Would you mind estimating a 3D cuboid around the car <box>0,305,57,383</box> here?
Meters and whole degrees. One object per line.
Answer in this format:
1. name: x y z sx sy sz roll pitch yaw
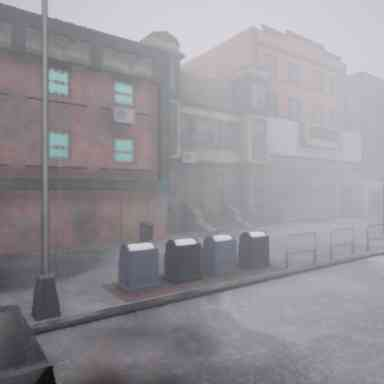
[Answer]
1. car: -3.524 1.605 2.093 4.718 1.301 1.895 0 0 -35
